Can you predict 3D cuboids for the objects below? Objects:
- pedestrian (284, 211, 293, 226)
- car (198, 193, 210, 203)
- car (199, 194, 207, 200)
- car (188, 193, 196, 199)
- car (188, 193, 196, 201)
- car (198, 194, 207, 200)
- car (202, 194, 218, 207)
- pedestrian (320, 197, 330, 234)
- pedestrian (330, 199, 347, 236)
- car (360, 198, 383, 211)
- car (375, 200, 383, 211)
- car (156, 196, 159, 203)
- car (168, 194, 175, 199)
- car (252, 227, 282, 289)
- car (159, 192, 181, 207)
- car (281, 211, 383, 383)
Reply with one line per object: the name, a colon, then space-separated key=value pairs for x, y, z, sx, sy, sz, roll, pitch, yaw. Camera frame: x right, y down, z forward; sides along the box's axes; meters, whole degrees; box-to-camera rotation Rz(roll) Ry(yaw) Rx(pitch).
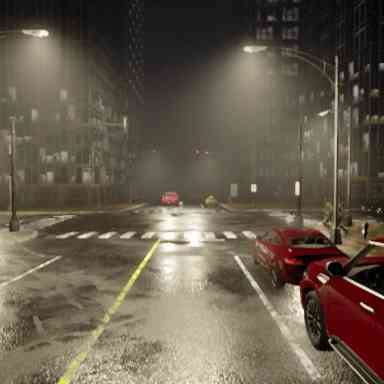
pedestrian: x=4.882 y=1.465 z=16.547 sx=0.500 sy=1.100 sz=0.500 roll=-1 pitch=1 yaw=0
car: x=2.715 y=1.083 z=63.410 sx=2.192 sy=1.841 sz=5.009 roll=-1 pitch=0 yaw=0
car: x=2.681 y=1.258 z=80.920 sx=1.947 sy=1.339 sz=4.313 roll=-1 pitch=0 yaw=0
car: x=0.003 y=0.988 z=84.227 sx=1.882 sy=1.535 sz=5.008 roll=0 pitch=0 yaw=0
car: x=0.002 y=1.309 z=74.254 sx=1.895 sy=1.301 sz=4.718 roll=0 pitch=0 yaw=0
car: x=2.681 y=1.218 z=86.594 sx=2.008 sy=1.369 sz=4.403 roll=-1 pitch=0 yaw=0
car: x=2.808 y=1.355 z=48.329 sx=1.752 sy=1.417 sz=4.829 roll=-1 pitch=0 yaw=0
pedestrian: x=6.513 y=1.088 z=15.944 sx=0.375 sy=1.860 sz=0.375 roll=-1 pitch=1 yaw=0
pedestrian: x=6.716 y=1.091 z=15.269 sx=0.375 sy=1.860 sz=0.375 roll=-1 pitch=1 yaw=0
car: x=17.731 y=1.256 z=30.035 sx=4.892 sy=1.490 sz=1.837 roll=0 pitch=1 yaw=-5
car: x=16.128 y=1.467 z=24.068 sx=4.313 sy=1.339 sz=1.947 roll=0 pitch=2 yaw=-5
car: x=-5.838 y=1.332 z=63.961 sx=1.947 sy=1.339 sz=4.313 roll=-1 pitch=0 yaw=0
car: x=-5.666 y=1.224 z=92.330 sx=1.802 sy=1.307 sz=4.206 roll=-1 pitch=0 yaw=0
car: x=2.678 y=1.552 z=8.792 sx=1.802 sy=1.307 sz=4.206 roll=-1 pitch=0 yaw=0
car: x=-3.082 y=1.054 z=47.777 sx=2.150 sy=2.045 sz=5.566 roll=0 pitch=0 yaw=0
car: x=2.672 y=1.304 z=3.166 sx=2.192 sy=1.841 sz=5.009 roll=-1 pitch=0 yaw=0
